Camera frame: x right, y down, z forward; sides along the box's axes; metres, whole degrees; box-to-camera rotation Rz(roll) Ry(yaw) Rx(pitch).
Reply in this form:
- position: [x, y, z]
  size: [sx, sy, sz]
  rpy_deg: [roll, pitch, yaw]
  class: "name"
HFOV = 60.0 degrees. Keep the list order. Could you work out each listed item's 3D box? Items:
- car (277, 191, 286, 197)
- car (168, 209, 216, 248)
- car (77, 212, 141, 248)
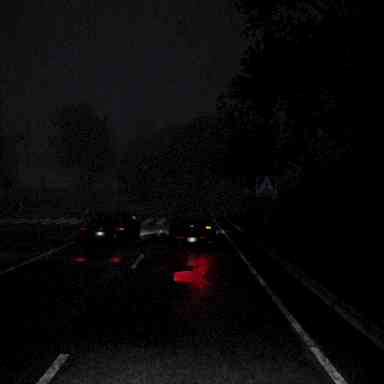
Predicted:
- position: [20.624, 0.457, 73.539]
  size: [1.994, 1.385, 4.181]
  rpy_deg: [0, 2, -15]
  class: "car"
- position: [0.000, 1.498, 14.666]
  size: [1.837, 1.490, 4.892]
  rpy_deg: [0, 0, 0]
  class: "car"
- position: [-3.500, 1.554, 14.666]
  size: [1.994, 1.385, 4.181]
  rpy_deg: [0, 0, 0]
  class: "car"
